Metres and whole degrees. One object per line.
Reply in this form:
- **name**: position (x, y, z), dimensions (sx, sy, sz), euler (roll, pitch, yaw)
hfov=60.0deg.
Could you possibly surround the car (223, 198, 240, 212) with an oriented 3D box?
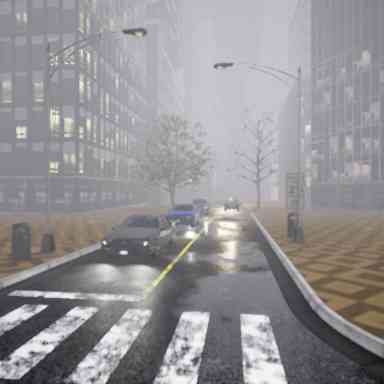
- **car**: position (4.959, 1.604, 41.439), dimensions (2.128, 1.511, 4.902), euler (0, 0, 7)

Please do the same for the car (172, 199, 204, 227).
- **car**: position (-0.549, 1.532, 23.272), dimensions (1.882, 1.535, 5.008), euler (0, 0, 7)

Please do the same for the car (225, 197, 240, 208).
- **car**: position (6.316, 1.639, 51.767), dimensions (2.128, 1.511, 4.902), euler (0, 0, 7)

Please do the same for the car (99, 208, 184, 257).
- **car**: position (-1.860, 1.577, 13.363), dimensions (2.033, 1.411, 5.357), euler (0, 0, 8)

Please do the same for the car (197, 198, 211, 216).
- **car**: position (0.770, 1.434, 33.282), dimensions (2.097, 1.767, 4.553), euler (0, 0, 8)
